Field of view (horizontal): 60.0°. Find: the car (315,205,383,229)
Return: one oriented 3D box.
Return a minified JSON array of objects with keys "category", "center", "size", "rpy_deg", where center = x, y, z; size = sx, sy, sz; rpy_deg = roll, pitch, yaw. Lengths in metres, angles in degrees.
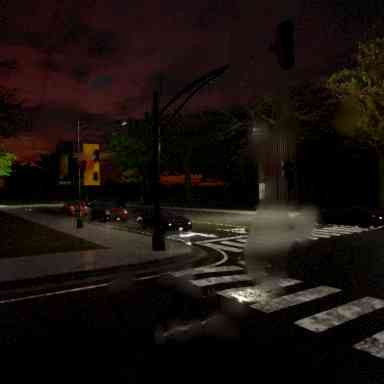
[{"category":"car","center":[10.249,1.567,21.811],"size":[1.994,1.385,4.181],"rpy_deg":[-2,0,-37]}]

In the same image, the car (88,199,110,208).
[{"category":"car","center":[-16.995,2.013,60.567],"size":[2.033,1.411,5.357],"rpy_deg":[-1,0,-35]}]

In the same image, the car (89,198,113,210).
[{"category":"car","center":[-13.791,1.783,50.392],"size":[2.097,1.767,4.553],"rpy_deg":[-1,0,-35]}]

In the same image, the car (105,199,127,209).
[{"category":"car","center":[-12.472,1.893,54.147],"size":[1.837,1.490,4.892],"rpy_deg":[-1,0,-35]}]

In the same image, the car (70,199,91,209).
[{"category":"car","center":[-19.656,2.079,58.701],"size":[2.033,1.411,5.357],"rpy_deg":[-1,0,-35]}]

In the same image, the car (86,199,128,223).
[{"category":"car","center":[-7.476,1.718,29.820],"size":[2.097,1.767,4.553],"rpy_deg":[-1,0,-35]}]

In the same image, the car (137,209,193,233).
[{"category":"car","center":[-1.975,1.819,22.069],"size":[2.033,1.411,5.357],"rpy_deg":[-1,0,-29]}]

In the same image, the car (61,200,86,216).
[{"category":"car","center":[-13.613,1.821,38.591],"size":[2.097,1.767,4.553],"rpy_deg":[-1,0,-35]}]
